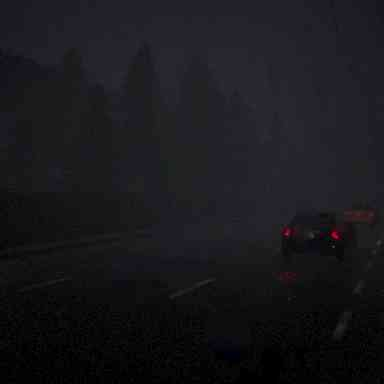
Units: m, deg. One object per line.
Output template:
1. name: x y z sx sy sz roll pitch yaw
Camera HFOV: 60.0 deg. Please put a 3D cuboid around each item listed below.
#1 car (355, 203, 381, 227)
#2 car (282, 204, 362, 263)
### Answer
1. car: 13.217 1.640 25.670 2.097 1.767 4.553 -1 -1 35
2. car: 5.138 1.511 13.039 2.097 1.767 4.553 -1 -1 33
